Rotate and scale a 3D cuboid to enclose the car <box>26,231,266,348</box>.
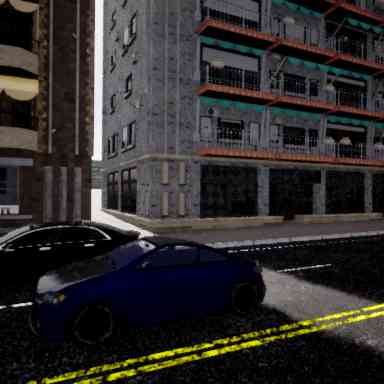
[{"bbox_3d":[-0.707,1.563,6.209,4.181,1.385,1.994,0,0,-25],"label":"car"}]

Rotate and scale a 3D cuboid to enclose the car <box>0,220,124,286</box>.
[{"bbox_3d":[-3.682,1.503,8.392,4.892,1.490,1.837,0,0,-25],"label":"car"}]
